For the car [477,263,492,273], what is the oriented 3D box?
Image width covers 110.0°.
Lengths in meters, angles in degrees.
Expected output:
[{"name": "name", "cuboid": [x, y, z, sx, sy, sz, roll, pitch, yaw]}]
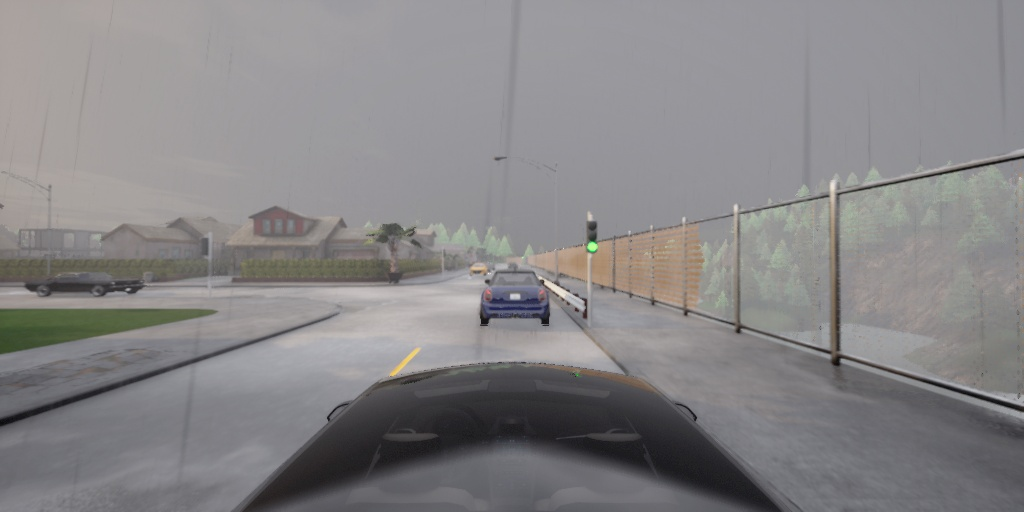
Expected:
[{"name": "car", "cuboid": [-4.065, 1.762, 53.811, 1.837, 1.490, 4.892, 0, -1, 0]}]

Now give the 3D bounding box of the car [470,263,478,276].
[{"name": "car", "cuboid": [-4.087, 1.643, 44.361, 1.882, 1.535, 5.008, 0, -1, 0]}]

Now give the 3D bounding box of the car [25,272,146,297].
[{"name": "car", "cuboid": [-23.213, 1.525, 19.666, 4.718, 1.301, 1.895, 0, -1, 0]}]

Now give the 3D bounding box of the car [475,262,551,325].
[{"name": "car", "cuboid": [0.094, 1.205, 12.378, 2.097, 1.767, 4.553, 0, -1, 0]}]
